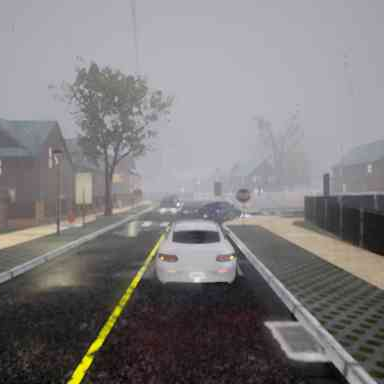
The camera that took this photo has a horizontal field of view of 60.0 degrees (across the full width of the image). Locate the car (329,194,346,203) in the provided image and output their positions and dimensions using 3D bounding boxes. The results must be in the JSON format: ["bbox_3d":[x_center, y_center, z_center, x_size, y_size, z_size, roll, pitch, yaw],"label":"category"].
[{"bbox_3d":[12.751,0.943,29.434,5.008,1.535,1.882,-1,0,-2],"label":"car"}]

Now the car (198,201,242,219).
[{"bbox_3d":[1.958,1.341,23.799,1.812,1.442,4.674,-2,1,28],"label":"car"}]

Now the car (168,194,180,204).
[{"bbox_3d":[-3.018,1.142,55.350,1.812,1.442,4.674,0,0,-1],"label":"car"}]

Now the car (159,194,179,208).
[{"bbox_3d":[-2.899,1.281,41.244,1.994,1.385,4.181,0,0,0],"label":"car"}]

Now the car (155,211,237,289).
[{"bbox_3d":[0.086,1.469,8.908,1.812,1.442,4.674,0,0,0],"label":"car"}]

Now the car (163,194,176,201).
[{"bbox_3d":[-4.648,1.153,69.180,1.994,1.385,4.181,0,0,-15],"label":"car"}]
